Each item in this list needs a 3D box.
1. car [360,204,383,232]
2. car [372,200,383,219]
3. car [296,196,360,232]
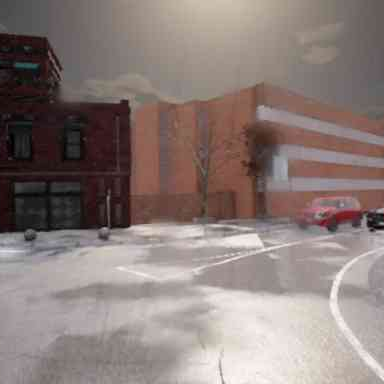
[{"bbox_3d":[11.998,1.515,19.443,5.008,1.535,1.882,-1,0,-42],"label":"car"},{"bbox_3d":[18.051,1.490,29.453,4.902,1.511,2.128,-1,0,-42],"label":"car"},{"bbox_3d":[8.889,1.305,21.309,5.566,2.045,2.150,0,0,-42],"label":"car"}]
